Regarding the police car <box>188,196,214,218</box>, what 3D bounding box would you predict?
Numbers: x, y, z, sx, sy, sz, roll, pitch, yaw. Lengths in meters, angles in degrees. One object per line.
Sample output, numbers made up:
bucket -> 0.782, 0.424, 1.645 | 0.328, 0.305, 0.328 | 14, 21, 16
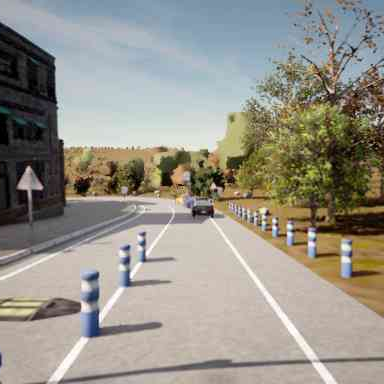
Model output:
police car -> 0.904, 1.406, 30.243 | 1.930, 1.638, 5.238 | 0, 1, -1

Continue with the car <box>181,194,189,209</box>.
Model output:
car -> 0.119, 1.266, 40.422 | 1.812, 1.442, 4.674 | -1, 2, -8

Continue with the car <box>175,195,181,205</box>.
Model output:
car -> -1.114, 1.029, 46.761 | 1.801, 1.575, 5.366 | -2, 2, -14
